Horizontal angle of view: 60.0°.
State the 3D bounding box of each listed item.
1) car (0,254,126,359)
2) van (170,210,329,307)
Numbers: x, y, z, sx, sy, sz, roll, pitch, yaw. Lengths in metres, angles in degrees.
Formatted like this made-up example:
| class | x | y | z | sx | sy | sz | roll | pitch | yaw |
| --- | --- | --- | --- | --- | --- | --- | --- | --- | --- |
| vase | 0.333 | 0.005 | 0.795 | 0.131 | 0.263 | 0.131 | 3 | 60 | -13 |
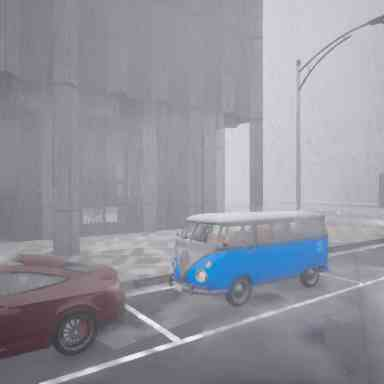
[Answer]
| class | x | y | z | sx | sy | sz | roll | pitch | yaw |
| --- | --- | --- | --- | --- | --- | --- | --- | --- | --- |
| car | -2.986 | 1.579 | 4.520 | 4.206 | 1.307 | 1.802 | 0 | 0 | -35 |
| van | 1.444 | 1.339 | 7.680 | 3.998 | 1.788 | 1.690 | 0 | 0 | -36 |
